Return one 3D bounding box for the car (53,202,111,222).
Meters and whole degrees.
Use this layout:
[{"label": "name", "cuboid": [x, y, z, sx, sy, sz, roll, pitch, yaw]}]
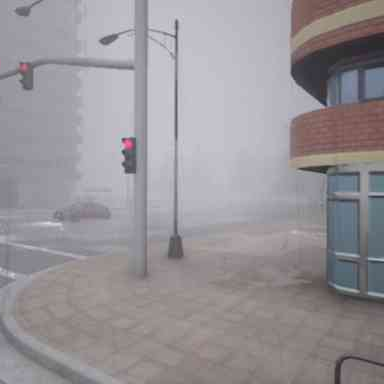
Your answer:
[{"label": "car", "cuboid": [-8.109, 1.439, 24.770, 1.994, 1.385, 4.181, 0, 0, 36]}]
